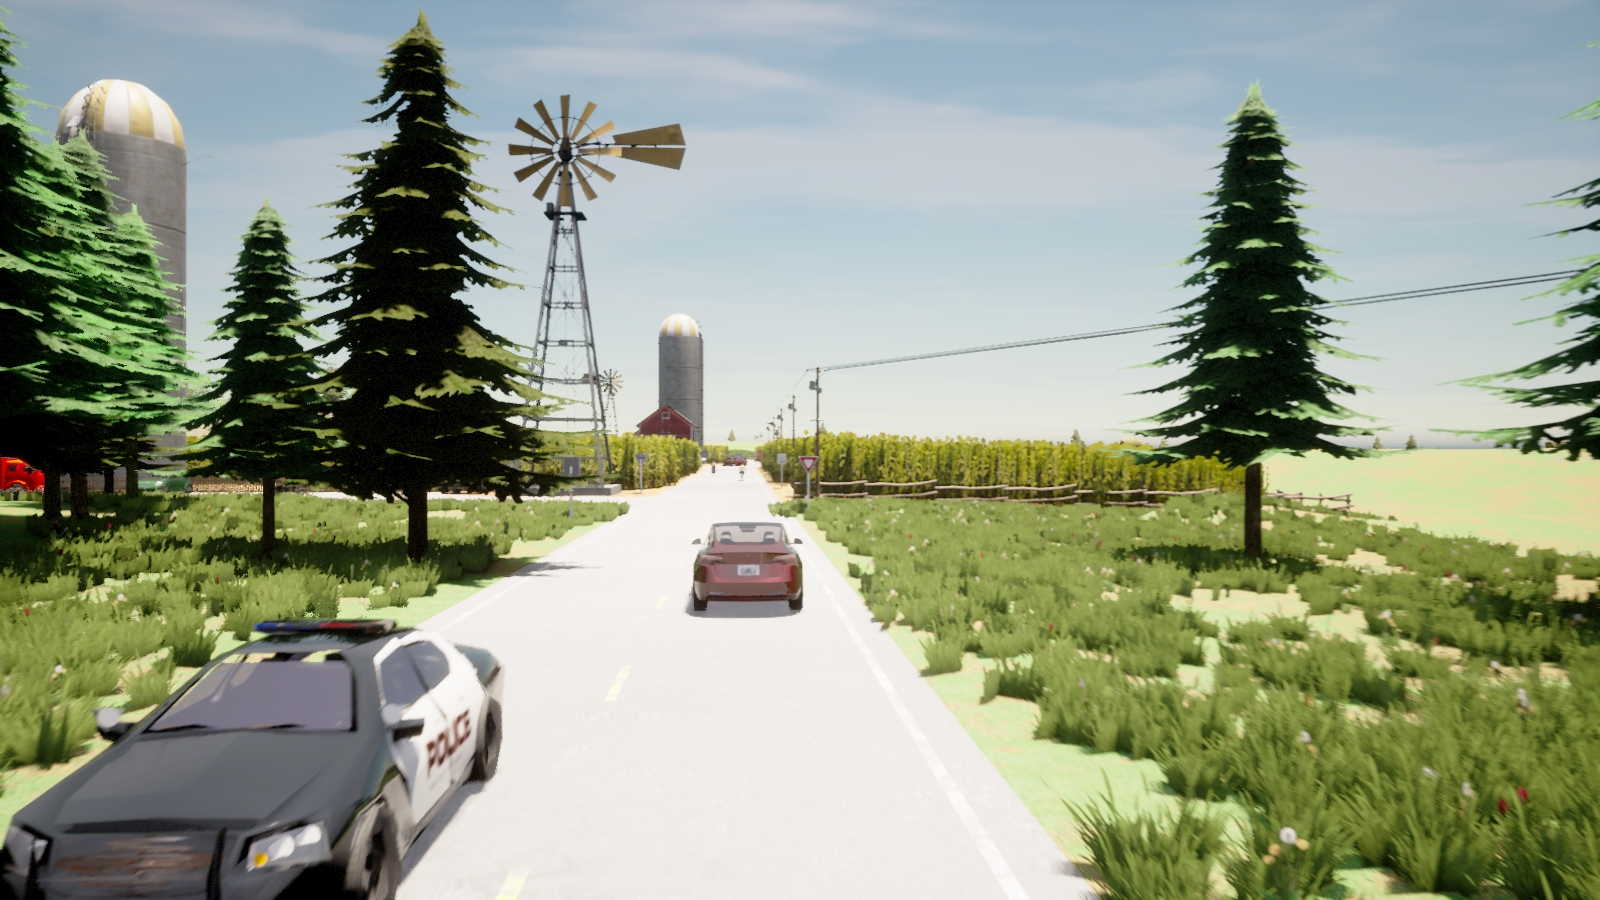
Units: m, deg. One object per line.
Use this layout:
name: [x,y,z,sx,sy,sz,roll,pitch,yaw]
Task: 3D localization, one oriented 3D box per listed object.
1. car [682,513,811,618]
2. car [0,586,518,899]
car: [-1.012,2.063,21.498,2.163,1.488,4.792,0,0,-3]
car: [-3.512,2.039,8.084,2.038,1.542,4.974,0,0,-3]
